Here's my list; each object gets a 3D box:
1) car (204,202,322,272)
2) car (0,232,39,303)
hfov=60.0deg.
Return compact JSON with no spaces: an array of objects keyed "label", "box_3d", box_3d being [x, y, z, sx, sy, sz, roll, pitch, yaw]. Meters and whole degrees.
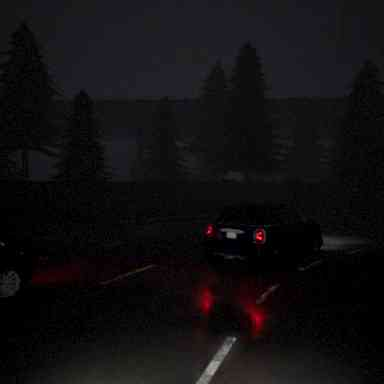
[{"label":"car","box_3d":[2.399,1.135,10.445,2.097,1.767,4.553,1,2,39]},{"label":"car","box_3d":[-4.878,1.394,5.411,1.837,1.490,4.892,-1,1,22]}]
